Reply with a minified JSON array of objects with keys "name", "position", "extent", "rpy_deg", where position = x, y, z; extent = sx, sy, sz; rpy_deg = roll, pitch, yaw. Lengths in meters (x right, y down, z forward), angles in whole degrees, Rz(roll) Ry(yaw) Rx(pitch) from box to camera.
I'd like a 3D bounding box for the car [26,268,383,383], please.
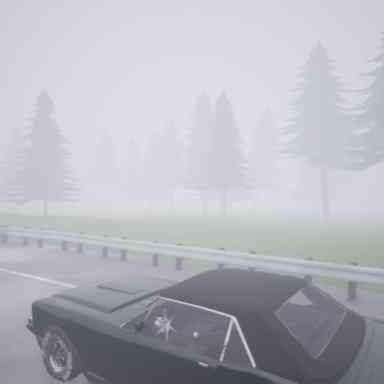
[{"name":"car","position":[0.180,1.594,3.768],"extent":[4.718,1.301,1.895],"rpy_deg":[0,0,35]}]
